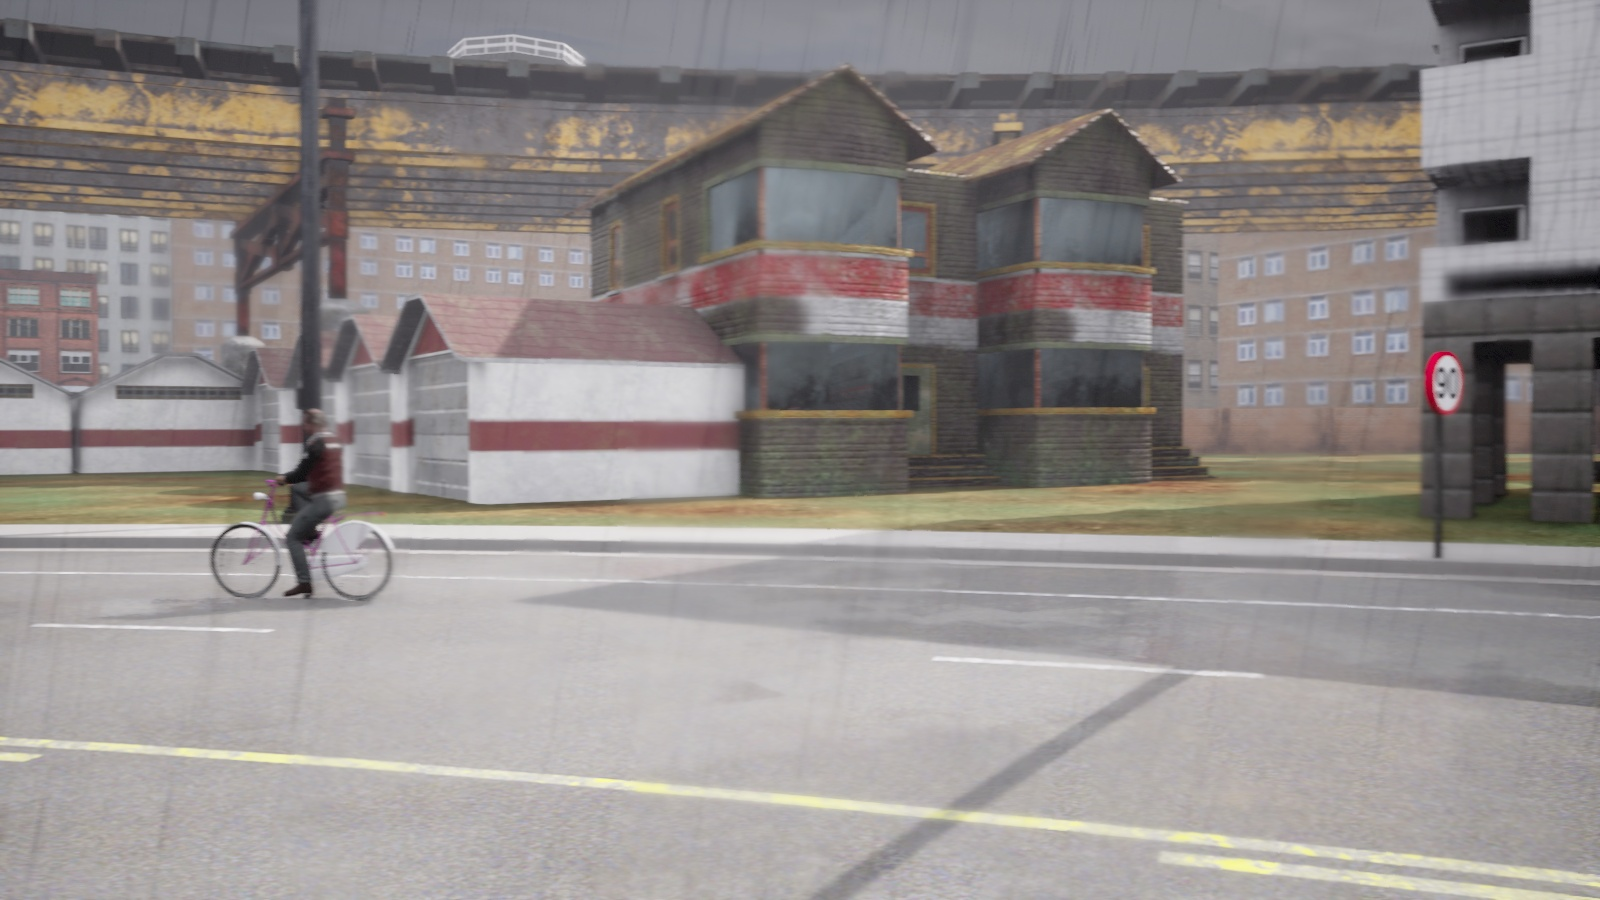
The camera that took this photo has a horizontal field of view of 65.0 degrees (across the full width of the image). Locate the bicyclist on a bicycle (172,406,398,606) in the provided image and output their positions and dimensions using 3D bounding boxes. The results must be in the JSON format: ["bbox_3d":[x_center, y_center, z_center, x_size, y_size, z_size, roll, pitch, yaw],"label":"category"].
[{"bbox_3d":[-4.738,0.483,11.595,1.843,1.776,0.659,0,2,10],"label":"bicyclist on a bicycle"}]
